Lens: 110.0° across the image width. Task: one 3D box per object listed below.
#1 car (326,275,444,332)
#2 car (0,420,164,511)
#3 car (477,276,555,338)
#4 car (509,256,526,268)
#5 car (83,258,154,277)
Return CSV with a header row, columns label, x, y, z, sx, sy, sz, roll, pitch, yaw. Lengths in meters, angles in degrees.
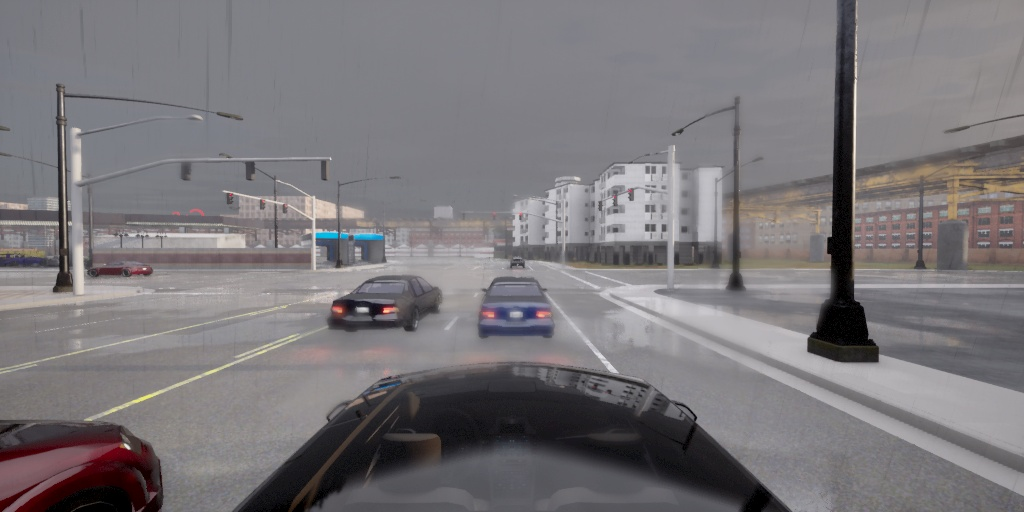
label,x,y,z,sx,sy,sz,roll,pitch,yaw
car,-3.408,1.274,10.708,2.033,1.411,5.357,0,0,0
car,-3.394,1.314,0.711,1.994,1.385,4.181,0,0,-1
car,0.088,1.280,10.107,2.033,1.411,5.357,0,0,0
car,0.695,0.771,46.191,1.837,1.490,4.892,0,1,0
car,-33.766,1.084,30.947,4.181,1.385,1.994,0,1,-1
